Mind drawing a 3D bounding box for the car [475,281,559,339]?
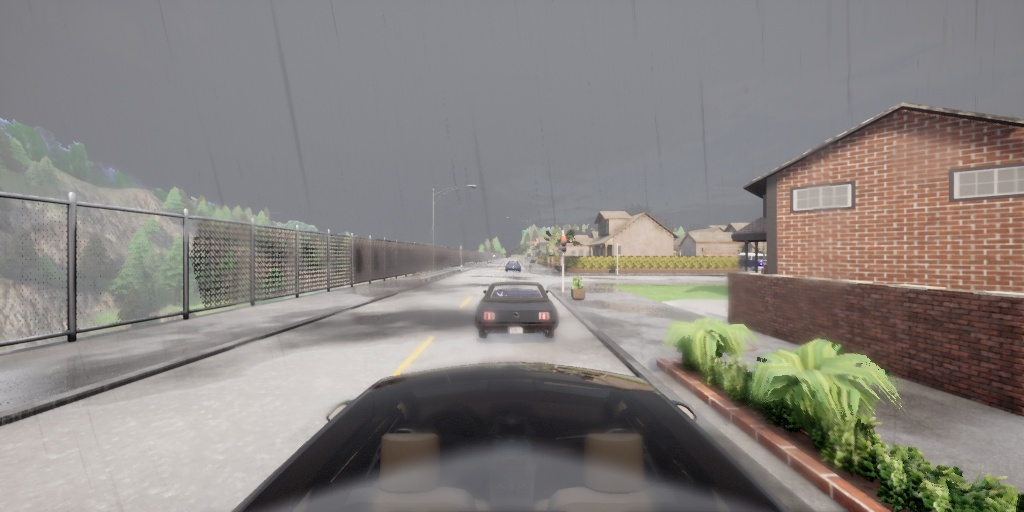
[{"bbox_3d":[0.107,1.351,10.106,1.895,1.301,4.718,0,0,0],"label":"car"}]

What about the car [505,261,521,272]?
[{"bbox_3d":[0.147,1.314,46.402,1.994,1.385,4.181,0,0,0],"label":"car"}]
